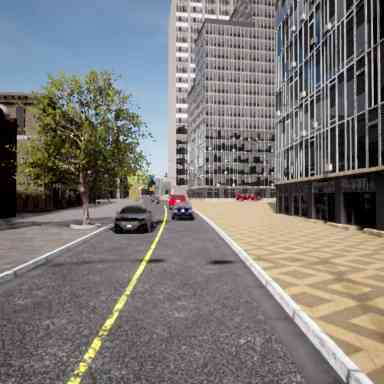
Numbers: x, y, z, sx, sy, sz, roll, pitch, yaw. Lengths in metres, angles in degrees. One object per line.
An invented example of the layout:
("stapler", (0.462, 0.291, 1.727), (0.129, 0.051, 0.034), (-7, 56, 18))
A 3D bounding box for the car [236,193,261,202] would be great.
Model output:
("car", (11.590, 1.212, 68.747), (5.009, 1.841, 2.192), (0, -1, 13))

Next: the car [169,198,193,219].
("car", (-0.886, 1.554, 29.333), (2.033, 1.411, 5.357), (0, 0, -3))

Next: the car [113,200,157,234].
("car", (-3.327, 1.482, 19.533), (1.882, 1.535, 5.008), (0, 0, -3))

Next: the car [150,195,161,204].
("car", (-6.766, 1.421, 61.522), (1.837, 1.490, 4.892), (0, 0, -7))

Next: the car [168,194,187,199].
("car", (-1.832, 1.229, 41.878), (2.150, 2.045, 5.566), (0, 0, -5))
